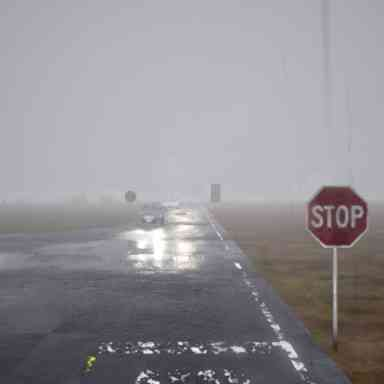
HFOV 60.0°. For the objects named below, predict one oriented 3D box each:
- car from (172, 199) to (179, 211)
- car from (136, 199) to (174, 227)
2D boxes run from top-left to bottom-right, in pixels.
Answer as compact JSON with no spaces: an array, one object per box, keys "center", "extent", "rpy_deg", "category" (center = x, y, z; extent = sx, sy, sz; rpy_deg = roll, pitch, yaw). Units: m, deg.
[{"center":[-2.610,1.580,42.137],"extent":[1.812,1.442,4.674],"rpy_deg":[0,0,0],"category":"car"},{"center":[-2.678,1.512,23.141],"extent":[2.128,1.511,4.902],"rpy_deg":[0,0,0],"category":"car"}]
